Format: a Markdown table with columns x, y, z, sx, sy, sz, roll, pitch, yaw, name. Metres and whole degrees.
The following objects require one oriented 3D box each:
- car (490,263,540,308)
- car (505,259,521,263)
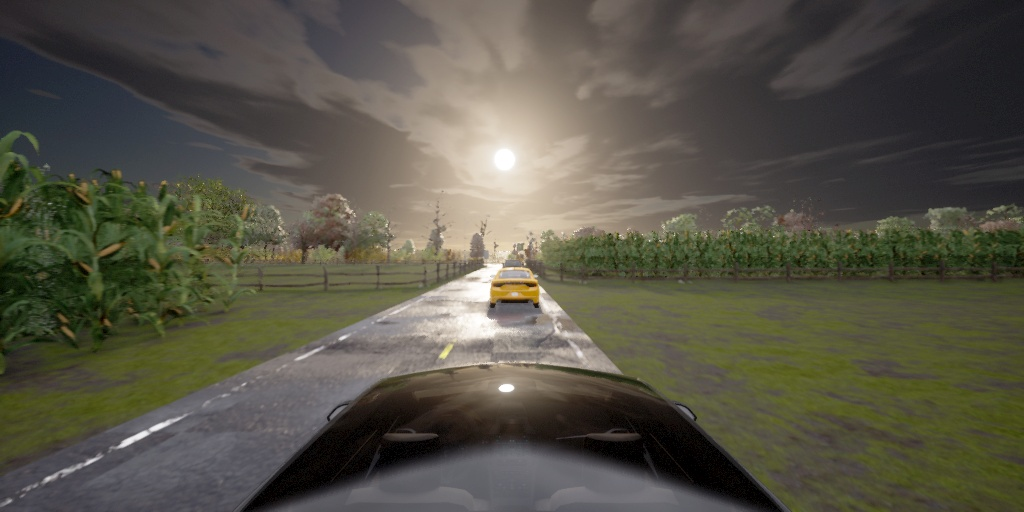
| x | y | z | sx | sy | sz | roll | pitch | yaw | name |
| --- | --- | --- | --- | --- | --- | --- | --- | --- | --- |
| 0.103 | 1.224 | 15.344 | 1.882 | 1.535 | 5.008 | 0 | 0 | 0 | car |
| 0.106 | 1.092 | 34.543 | 2.097 | 1.767 | 4.553 | 0 | 0 | 0 | car |
